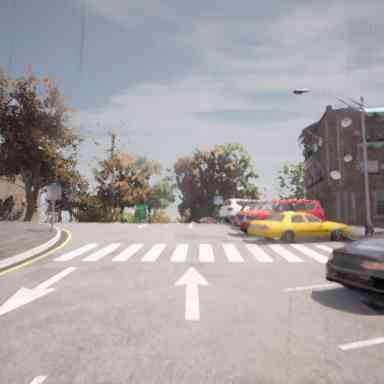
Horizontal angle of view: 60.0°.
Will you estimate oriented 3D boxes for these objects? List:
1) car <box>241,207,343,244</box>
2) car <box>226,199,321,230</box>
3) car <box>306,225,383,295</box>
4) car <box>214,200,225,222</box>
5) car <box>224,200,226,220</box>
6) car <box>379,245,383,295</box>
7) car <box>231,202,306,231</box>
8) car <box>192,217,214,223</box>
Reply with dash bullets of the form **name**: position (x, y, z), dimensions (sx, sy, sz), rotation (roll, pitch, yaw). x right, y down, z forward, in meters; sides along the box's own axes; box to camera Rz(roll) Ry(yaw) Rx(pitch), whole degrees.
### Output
- **car**: position (5.473, 1.688, 16.874), dimensions (5.366, 1.575, 1.946), rotation (1, -1, -20)
- **car**: position (5.256, 1.472, 19.825), dimensions (5.566, 2.045, 2.435), rotation (1, 0, -21)
- **car**: position (5.316, 1.620, 7.754), dimensions (4.674, 1.452, 2.002), rotation (1, -1, -20)
- **car**: position (5.132, 1.735, 28.850), dimensions (5.566, 2.045, 2.435), rotation (3, -6, -20)
- **car**: position (5.227, 1.708, 25.898), dimensions (4.553, 1.767, 2.185), rotation (2, -3, -21)
- **car**: position (5.320, 1.584, 4.725), dimensions (4.674, 1.452, 2.002), rotation (1, 0, -20)
- **car**: position (5.215, 1.634, 22.874), dimensions (4.553, 1.767, 2.185), rotation (1, -1, -21)
- **car**: position (1.940, 4.390, 48.110), dimensions (1.882, 1.535, 5.008), rotation (-4, -9, 34)
